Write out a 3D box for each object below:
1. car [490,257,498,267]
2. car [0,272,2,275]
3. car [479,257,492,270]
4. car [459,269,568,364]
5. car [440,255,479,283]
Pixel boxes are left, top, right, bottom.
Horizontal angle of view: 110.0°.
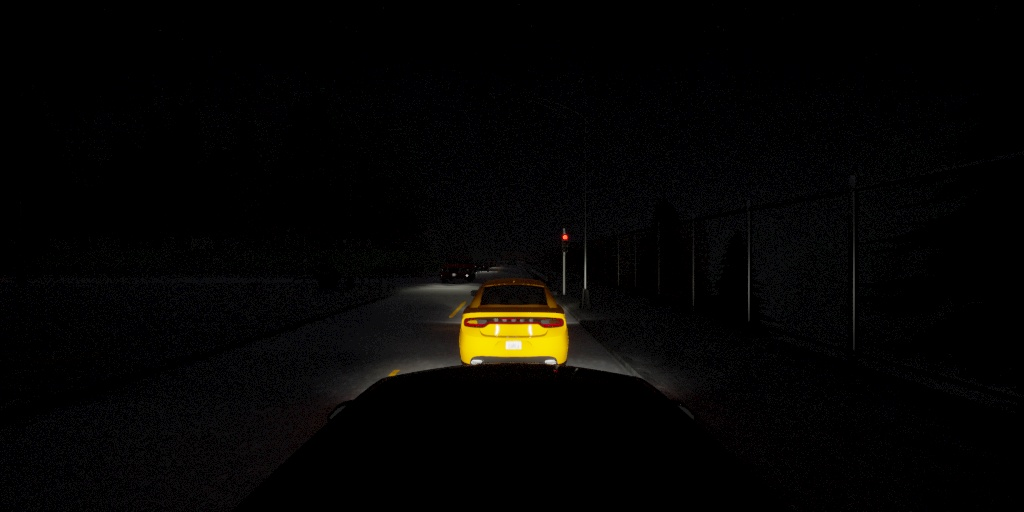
[{"bbox_3d":[-4.057,1.102,64.244,2.097,1.767,4.553,0,0,0],"label":"car"},{"bbox_3d":[-48.083,1.297,31.190,5.357,1.411,2.033,0,0,1],"label":"car"},{"bbox_3d":[-4.095,1.255,47.947,1.837,1.490,4.892,0,0,0],"label":"car"},{"bbox_3d":[0.047,1.228,8.009,1.882,1.535,5.008,0,0,0],"label":"car"},{"bbox_3d":[-4.099,0.970,28.131,2.150,2.045,5.566,0,0,0],"label":"car"}]
